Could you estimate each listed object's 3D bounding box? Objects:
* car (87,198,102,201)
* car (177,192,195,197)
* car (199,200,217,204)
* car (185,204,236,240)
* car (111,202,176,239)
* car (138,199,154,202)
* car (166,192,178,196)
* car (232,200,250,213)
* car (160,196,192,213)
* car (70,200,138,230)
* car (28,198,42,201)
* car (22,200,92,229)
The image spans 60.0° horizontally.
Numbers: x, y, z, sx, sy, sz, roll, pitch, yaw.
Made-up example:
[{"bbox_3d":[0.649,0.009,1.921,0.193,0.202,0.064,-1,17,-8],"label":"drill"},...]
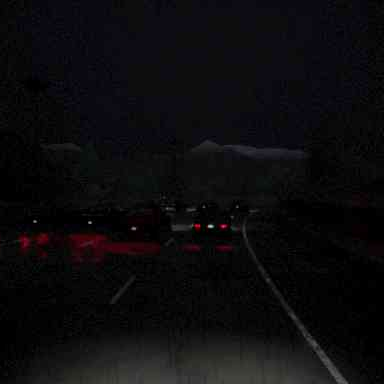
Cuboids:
[{"bbox_3d":[-13.968,1.592,47.079,2.033,1.411,5.357,0,0,17],"label":"car"},{"bbox_3d":[-0.980,1.375,83.600,1.882,1.535,5.008,0,0,30],"label":"car"},{"bbox_3d":[1.843,1.601,38.116,1.994,1.385,4.181,0,0,16],"label":"car"},{"bbox_3d":[1.124,1.564,17.162,2.033,1.411,5.357,0,0,7],"label":"car"},{"bbox_3d":[-2.329,1.494,17.462,1.882,1.535,5.008,0,0,7],"label":"car"},{"bbox_3d":[-5.302,1.563,38.571,1.812,1.442,4.674,0,0,15],"label":"car"},{"bbox_3d":[-3.530,1.083,86.144,2.150,2.045,5.566,0,0,32],"label":"car"},{"bbox_3d":[5.496,1.601,38.148,1.994,1.385,4.181,0,0,16],"label":"car"},{"bbox_3d":[-1.951,1.528,37.562,2.128,1.511,4.902,0,0,15],"label":"car"},{"bbox_3d":[-5.368,1.512,21.058,2.128,1.511,4.902,0,0,8],"label":"car"},{"bbox_3d":[-20.881,1.647,48.328,1.895,1.301,4.718,0,0,17],"label":"car"},{"bbox_3d":[-8.797,1.512,21.795,2.128,1.511,4.902,0,0,8],"label":"car"}]
